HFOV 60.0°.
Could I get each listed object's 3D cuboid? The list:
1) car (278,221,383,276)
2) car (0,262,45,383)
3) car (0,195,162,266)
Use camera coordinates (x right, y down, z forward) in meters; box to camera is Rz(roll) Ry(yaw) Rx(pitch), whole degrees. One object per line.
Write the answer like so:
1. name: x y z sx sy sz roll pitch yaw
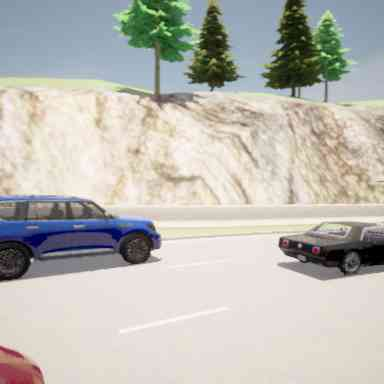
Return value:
1. car: 5.057 1.533 9.994 4.718 1.301 1.895 0 1 -23
2. car: -3.082 1.495 1.341 4.674 1.442 1.812 0 1 -37
3. car: -3.640 1.113 9.690 5.566 2.045 2.150 0 0 -32
